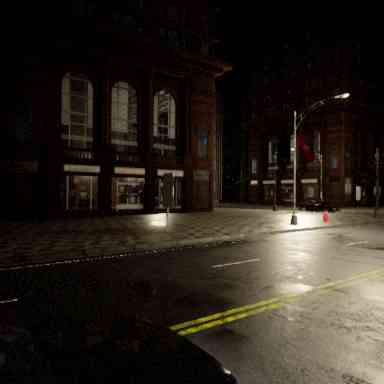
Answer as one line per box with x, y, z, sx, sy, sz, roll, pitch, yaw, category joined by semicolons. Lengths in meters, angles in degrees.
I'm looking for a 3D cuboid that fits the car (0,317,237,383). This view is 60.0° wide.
-2.149;1.547;1.924;5.357;1.411;2.033;0;0;-36;car

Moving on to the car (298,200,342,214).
14.450;1.679;37.722;1.837;1.490;4.892;1;0;-35;car
